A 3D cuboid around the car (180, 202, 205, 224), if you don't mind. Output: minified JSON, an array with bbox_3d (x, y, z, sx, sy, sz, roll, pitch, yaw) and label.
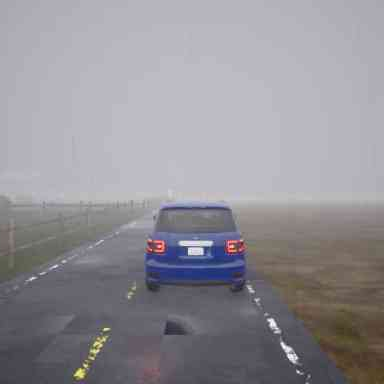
[{"bbox_3d":[0.066,1.543,26.230,1.812,1.442,4.674,0,0,0],"label":"car"}]

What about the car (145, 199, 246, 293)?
[{"bbox_3d":[0.077,1.225,9.021,2.150,2.045,5.566,0,0,0],"label":"car"}]

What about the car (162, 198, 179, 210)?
[{"bbox_3d":[-2.805,1.606,44.959,1.994,1.385,4.181,0,0,0],"label":"car"}]
